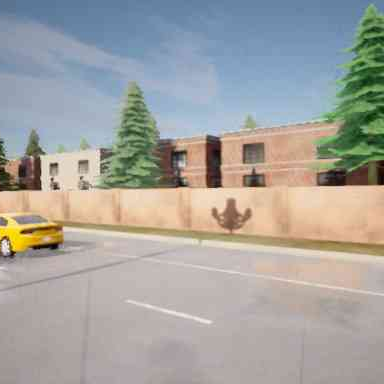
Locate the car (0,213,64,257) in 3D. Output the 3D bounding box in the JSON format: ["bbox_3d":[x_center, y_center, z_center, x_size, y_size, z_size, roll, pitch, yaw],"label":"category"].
[{"bbox_3d":[-7.272,1.577,13.511,5.008,1.535,1.882,0,0,36],"label":"car"}]
